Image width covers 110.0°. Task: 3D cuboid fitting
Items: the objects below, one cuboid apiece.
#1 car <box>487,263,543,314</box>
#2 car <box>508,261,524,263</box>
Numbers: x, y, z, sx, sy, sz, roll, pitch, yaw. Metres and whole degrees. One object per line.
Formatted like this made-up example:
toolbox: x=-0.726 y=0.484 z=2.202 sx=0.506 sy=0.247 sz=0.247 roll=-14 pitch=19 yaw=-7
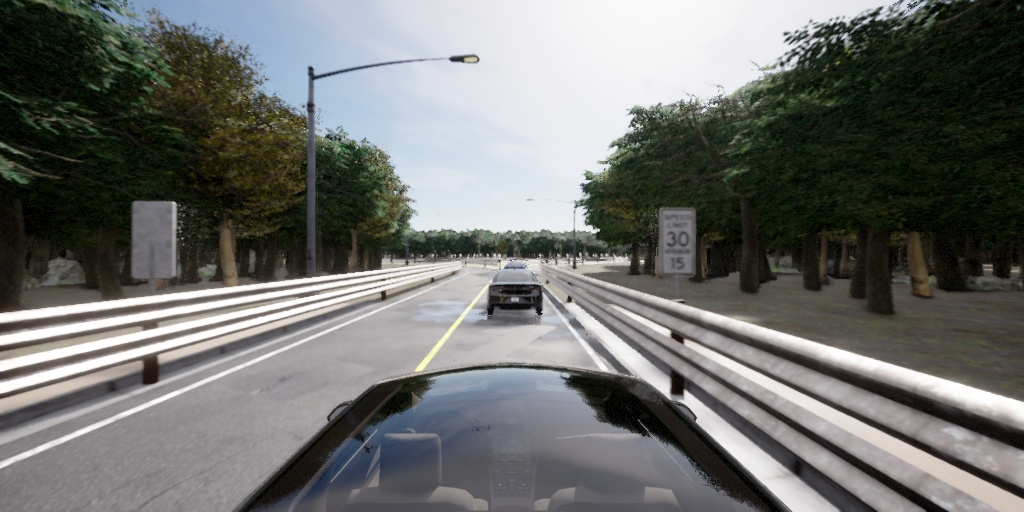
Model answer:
car: x=0.100 y=1.214 z=13.760 sx=1.882 sy=1.535 sz=5.008 roll=0 pitch=0 yaw=0
car: x=0.367 y=1.193 z=31.910 sx=1.882 sy=1.535 sz=5.008 roll=0 pitch=0 yaw=3
